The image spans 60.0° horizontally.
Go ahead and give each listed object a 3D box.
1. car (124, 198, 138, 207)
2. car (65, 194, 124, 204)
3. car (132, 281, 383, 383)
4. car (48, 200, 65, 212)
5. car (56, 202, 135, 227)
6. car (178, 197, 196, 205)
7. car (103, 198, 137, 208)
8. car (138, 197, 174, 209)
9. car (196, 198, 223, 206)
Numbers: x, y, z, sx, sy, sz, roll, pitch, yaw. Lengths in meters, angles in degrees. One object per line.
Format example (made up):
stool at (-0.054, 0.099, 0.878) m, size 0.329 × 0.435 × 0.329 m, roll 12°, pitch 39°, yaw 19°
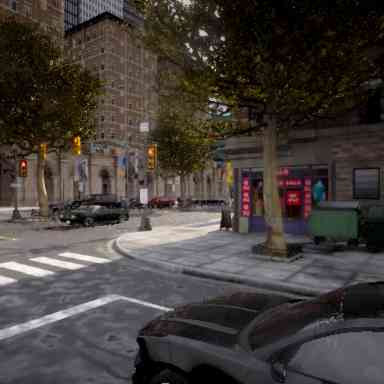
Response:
car at (-7.766, 1.518, 45.983) m, size 1.812 × 1.442 × 4.674 m, roll 0°, pitch 0°, yaw 36°
car at (-10.497, 1.214, 36.226) m, size 2.150 × 2.045 × 5.566 m, roll 0°, pitch 0°, yaw 36°
car at (1.684, 1.491, 2.560) m, size 5.008 × 1.535 × 1.882 m, roll 0°, pitch 0°, yaw 37°
car at (-13.763, 1.539, 37.679) m, size 2.033 × 1.411 × 5.357 m, roll 0°, pitch 0°, yaw 36°
car at (-6.474, 1.597, 22.749) m, size 1.895 × 1.301 × 4.718 m, roll 0°, pitch 0°, yaw 35°
car at (-0.503, 1.556, 56.064) m, size 1.994 × 1.385 × 4.181 m, roll 0°, pitch 0°, yaw 36°
car at (-10.271, 1.586, 47.917) m, size 1.895 × 1.301 × 4.718 m, roll 0°, pitch 0°, yaw 36°
car at (-4.482, 1.471, 44.575) m, size 1.882 × 1.535 × 5.008 m, roll 0°, pitch 0°, yaw 36°
car at (3.231, 1.594, 55.248) m, size 1.895 × 1.301 × 4.718 m, roll 0°, pitch 0°, yaw 36°
